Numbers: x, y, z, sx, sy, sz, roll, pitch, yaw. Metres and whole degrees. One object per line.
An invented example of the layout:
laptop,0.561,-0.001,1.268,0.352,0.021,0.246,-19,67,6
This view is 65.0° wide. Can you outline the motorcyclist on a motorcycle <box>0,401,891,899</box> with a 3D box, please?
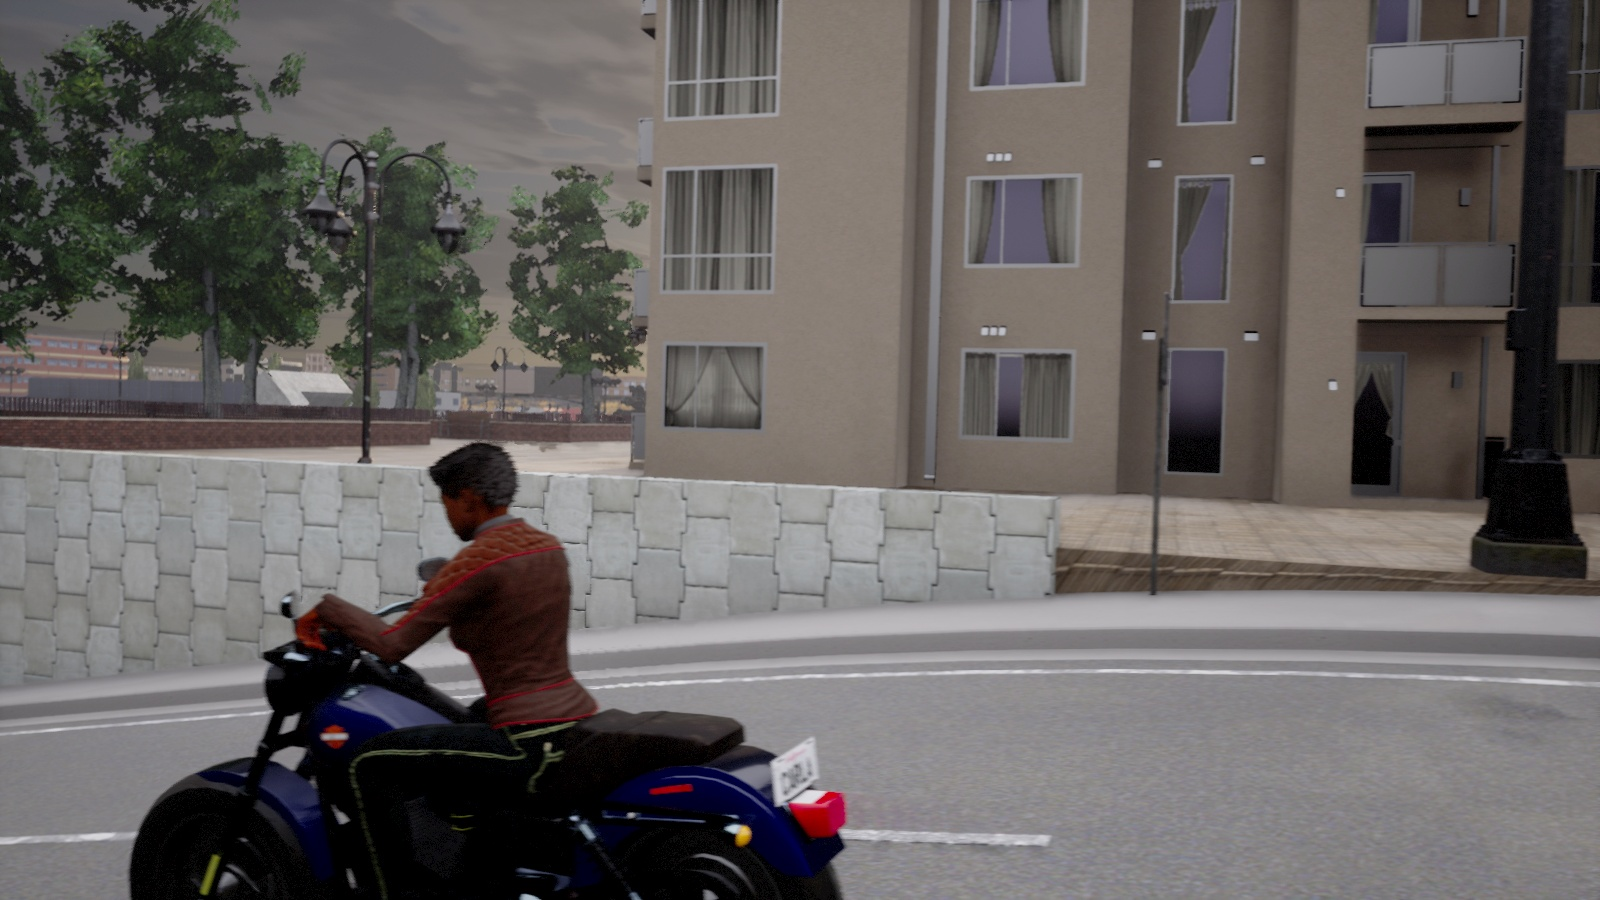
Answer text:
motorcyclist on a motorcycle,-1.027,0.806,3.526,2.350,1.649,0.766,-5,-1,23
